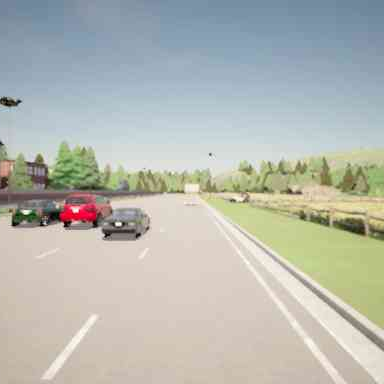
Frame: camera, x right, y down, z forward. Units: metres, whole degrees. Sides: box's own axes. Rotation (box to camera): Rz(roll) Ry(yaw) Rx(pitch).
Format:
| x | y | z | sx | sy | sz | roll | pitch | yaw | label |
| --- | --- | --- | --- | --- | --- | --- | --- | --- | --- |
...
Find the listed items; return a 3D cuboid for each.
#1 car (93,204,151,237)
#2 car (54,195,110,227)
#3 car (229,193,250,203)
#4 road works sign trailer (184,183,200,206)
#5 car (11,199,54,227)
| x | y | z | sx | sy | sz | roll | pitch | yaw | label |
| --- | --- | --- | --- | --- | --- | --- | --- | --- | --- |
| -3.405 | 1.529 | 17.914 | 2.033 | 1.411 | 5.357 | 0 | 0 | 0 | car |
| -6.906 | 1.199 | 22.437 | 2.150 | 2.045 | 5.566 | 0 | 0 | 0 | car |
| 8.901 | 1.151 | 62.010 | 3.866 | 1.878 | 1.905 | 0 | 0 | 0 | car |
| -0.018 | 0.411 | 53.002 | 2.380 | 3.560 | 2.880 | 0 | 0 | 0 | road works sign trailer |
| -10.406 | 1.329 | 22.977 | 2.097 | 1.767 | 4.553 | 0 | 0 | 0 | car |
